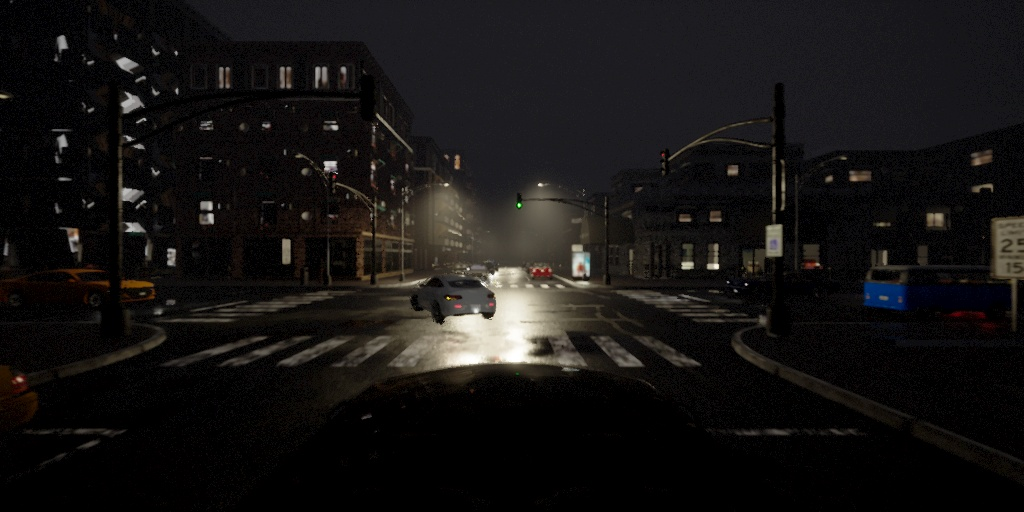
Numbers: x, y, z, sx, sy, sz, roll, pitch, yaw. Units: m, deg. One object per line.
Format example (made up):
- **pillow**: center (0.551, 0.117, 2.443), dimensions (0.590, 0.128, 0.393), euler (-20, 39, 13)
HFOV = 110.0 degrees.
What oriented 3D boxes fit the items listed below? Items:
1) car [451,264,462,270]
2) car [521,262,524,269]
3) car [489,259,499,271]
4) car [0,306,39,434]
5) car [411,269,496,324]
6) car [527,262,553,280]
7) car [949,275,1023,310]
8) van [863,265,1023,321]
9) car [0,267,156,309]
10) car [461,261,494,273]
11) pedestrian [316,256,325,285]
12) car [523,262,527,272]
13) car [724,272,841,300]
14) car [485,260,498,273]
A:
- **car**: center (-5.639, 1.526, 39.796), dimensions (2.007, 1.370, 4.403), euler (0, 0, 0)
- **car**: center (2.757, 1.601, 51.190), dimensions (2.007, 1.370, 4.403), euler (0, 0, 0)
- **car**: center (-2.930, 1.556, 53.375), dimensions (2.128, 1.511, 4.902), euler (0, 0, 0)
- **car**: center (-5.691, 1.275, 1.475), dimensions (1.751, 1.417, 4.829), euler (0, 0, 0)
- **car**: center (-2.108, 1.350, 12.444), dimensions (1.812, 1.442, 4.674), euler (1, -1, -27)
- **car**: center (2.734, 1.379, 34.100), dimensions (1.967, 1.591, 4.097), euler (0, 0, 0)
- **car**: center (21.881, 1.491, 15.049), dimensions (4.718, 1.301, 1.895), euler (0, 0, 0)
- **van**: center (14.670, 1.216, 12.383), dimensions (3.998, 1.789, 1.690), euler (0, 0, 0)
- **car**: center (-17.731, 1.284, 14.774), dimensions (5.008, 1.535, 1.882), euler (0, 0, 0)
- **car**: center (-3.056, 1.481, 33.147), dimensions (2.033, 1.411, 5.357), euler (0, 0, 0)
- **pedestrian**: center (-12.601, 0.942, 23.541), dimensions (0.375, 1.860, 0.375), euler (0, 0, 0)
- **car**: center (2.749, 1.595, 45.493), dimensions (1.802, 1.307, 4.207), euler (0, 0, 0)
- **car**: center (13.512, 1.464, 18.167), dimensions (4.718, 1.301, 1.895), euler (0, 0, 0)
- **car**: center (-3.023, 1.523, 43.070), dimensions (1.812, 1.442, 4.674), euler (0, 0, 0)
